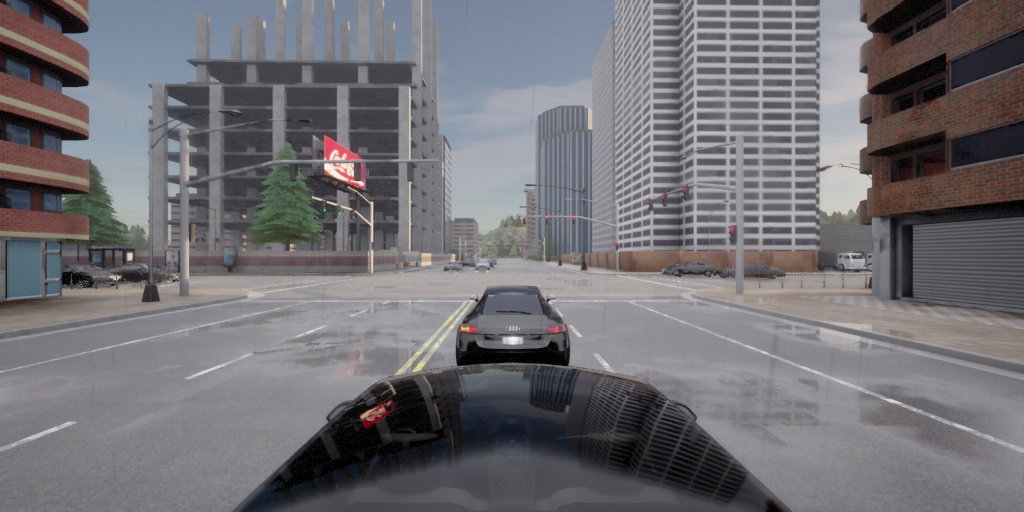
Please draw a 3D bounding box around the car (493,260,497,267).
[{"bbox_3d":[-4.139,1.350,61.803,1.895,1.301,4.718,0,0,-1],"label":"car"}]

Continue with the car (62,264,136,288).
[{"bbox_3d":[-27.566,1.241,22.724,4.902,1.511,2.128,0,0,-1],"label":"car"}]

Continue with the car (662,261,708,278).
[{"bbox_3d":[16.815,1.241,34.097,4.902,1.511,2.128,0,0,0],"label":"car"}]

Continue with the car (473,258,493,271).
[{"bbox_3d":[-4.035,1.276,49.991,1.812,1.442,4.674,0,0,-1],"label":"car"}]

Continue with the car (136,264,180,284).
[{"bbox_3d":[-26.850,1.275,26.255,4.674,1.442,1.812,0,0,-1],"label":"car"}]

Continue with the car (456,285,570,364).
[{"bbox_3d":[0.011,1.314,7.709,1.994,1.385,4.181,0,0,0],"label":"car"}]

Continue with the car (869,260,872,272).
[{"bbox_3d":[37.711,1.275,34.347,4.674,1.442,1.812,0,0,0],"label":"car"}]

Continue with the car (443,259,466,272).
[{"bbox_3d":[-7.522,1.350,45.904,1.895,1.301,4.718,0,0,0],"label":"car"}]

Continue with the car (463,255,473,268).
[{"bbox_3d":[-7.631,1.101,61.113,2.097,1.767,4.553,0,0,0],"label":"car"}]

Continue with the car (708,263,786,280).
[{"bbox_3d":[20.228,1.297,30.635,5.357,1.411,2.033,0,0,-1],"label":"car"}]
